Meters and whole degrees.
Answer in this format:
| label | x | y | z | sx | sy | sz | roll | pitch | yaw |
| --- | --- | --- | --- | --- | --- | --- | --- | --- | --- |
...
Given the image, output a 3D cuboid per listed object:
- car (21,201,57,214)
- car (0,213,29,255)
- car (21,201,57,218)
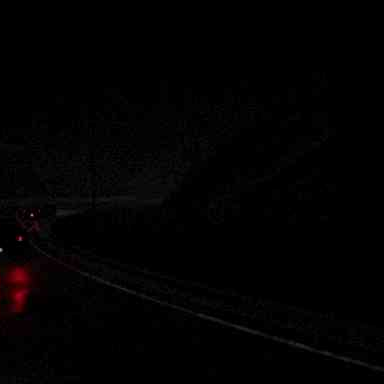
| label | x | y | z | sx | sy | sz | roll | pitch | yaw |
| --- | --- | --- | --- | --- | --- | --- | --- | --- | --- |
| car | -17.630 | 1.730 | 38.646 | 1.994 | 1.385 | 4.181 | 0 | 0 | 5 |
| car | -7.719 | 1.659 | 12.980 | 1.895 | 1.301 | 4.718 | 0 | 0 | -34 |
| car | -14.251 | 1.735 | 31.322 | 1.895 | 1.301 | 4.718 | 0 | 0 | -7 |
